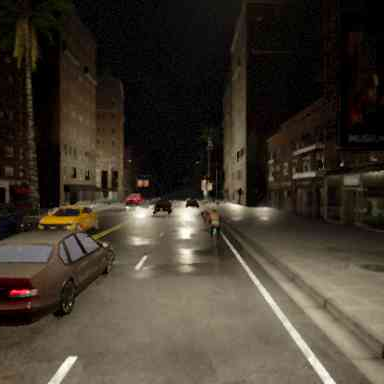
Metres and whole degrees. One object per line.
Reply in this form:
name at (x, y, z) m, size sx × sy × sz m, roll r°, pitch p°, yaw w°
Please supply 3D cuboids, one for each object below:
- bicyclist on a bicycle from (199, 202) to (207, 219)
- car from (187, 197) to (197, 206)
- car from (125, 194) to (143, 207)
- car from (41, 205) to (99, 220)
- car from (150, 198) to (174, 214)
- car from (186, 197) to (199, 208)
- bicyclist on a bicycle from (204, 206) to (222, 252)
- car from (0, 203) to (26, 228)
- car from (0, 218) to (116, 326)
bicyclist on a bicycle at (0.915, 1.483, 23.559) m, size 0.866 × 1.612 × 1.509 m, roll 0°, pitch 0°, yaw 0°
car at (0.002, 1.700, 60.176) m, size 1.837 × 1.490 × 4.892 m, roll 0°, pitch 0°, yaw 0°
car at (-9.796, 1.398, 56.694) m, size 2.150 × 2.045 × 5.566 m, roll 0°, pitch 0°, yaw 1°
car at (-6.598, 1.511, 18.320) m, size 1.882 × 1.535 × 5.008 m, roll 0°, pitch 0°, yaw 0°
car at (-3.149, 1.619, 36.749) m, size 1.812 × 1.442 × 4.674 m, roll 0°, pitch 0°, yaw 0°
car at (0.061, 1.715, 50.181) m, size 1.994 × 1.385 × 4.181 m, roll 0°, pitch 0°, yaw 1°
bicyclist on a bicycle at (0.895, 1.474, 12.955) m, size 0.582 × 1.620 × 1.656 m, roll 0°, pitch 0°, yaw 0°
car at (-9.848, 1.379, 15.727) m, size 2.097 × 1.767 × 4.553 m, roll 0°, pitch 0°, yaw 0°
car at (-3.149, 1.559, 7.421) m, size 2.033 × 1.411 × 5.357 m, roll 0°, pitch 0°, yaw 0°
